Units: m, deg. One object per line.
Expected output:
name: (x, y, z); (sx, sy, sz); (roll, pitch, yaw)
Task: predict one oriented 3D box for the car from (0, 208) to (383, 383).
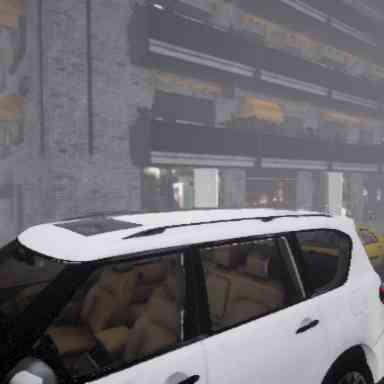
car: (-0.591, 1.217, 2.650); (5.566, 2.045, 2.150); (0, 0, -36)
